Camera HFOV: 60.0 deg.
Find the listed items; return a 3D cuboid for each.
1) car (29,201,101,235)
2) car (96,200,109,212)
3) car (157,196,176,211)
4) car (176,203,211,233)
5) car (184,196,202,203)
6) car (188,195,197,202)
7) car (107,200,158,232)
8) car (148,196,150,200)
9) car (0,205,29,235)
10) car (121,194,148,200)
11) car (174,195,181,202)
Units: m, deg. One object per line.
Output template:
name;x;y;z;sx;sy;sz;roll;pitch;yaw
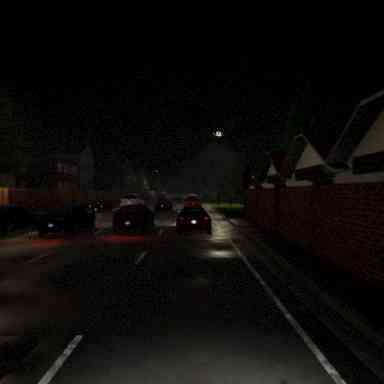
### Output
car;-6.898;1.474;18.704;1.882;1.535;5.008;0;0;0
car;-10.397;1.593;38.196;1.895;1.301;4.718;0;0;0
car;-3.397;1.556;40.483;1.994;1.385;4.181;0;0;0
car;0.102;1.560;19.774;1.994;1.385;4.181;0;0;0
car;0.102;1.345;39.379;2.097;1.767;4.553;0;0;0
car;0.006;1.525;77.988;2.033;1.411;5.357;0;0;0
car;-3.399;1.474;20.004;1.882;1.535;5.008;0;0;0
car;-10.495;1.486;74.239;1.837;1.490;4.892;0;0;0
car;-10.399;1.474;18.748;1.882;1.535;5.008;0;0;0
car;-6.897;1.214;39.040;2.150;2.045;5.566;0;0;0
car;-3.495;1.511;76.739;2.128;1.511;4.902;0;0;0
